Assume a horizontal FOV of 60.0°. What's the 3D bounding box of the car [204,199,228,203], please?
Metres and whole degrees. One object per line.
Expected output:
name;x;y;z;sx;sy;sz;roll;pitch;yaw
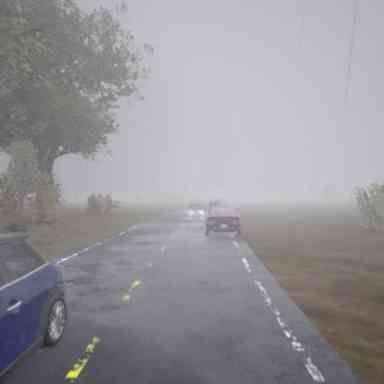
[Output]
car;2.964;1.587;40.152;1.837;1.490;4.892;0;0;9

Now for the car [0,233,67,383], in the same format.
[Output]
car;-3.019;1.354;3.271;2.097;1.767;4.553;0;0;1

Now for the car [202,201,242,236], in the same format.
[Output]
car;1.711;1.520;18.692;1.882;1.535;5.008;0;0;4

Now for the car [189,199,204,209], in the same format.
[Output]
car;0.777;1.687;45.995;1.895;1.301;4.718;0;0;10
